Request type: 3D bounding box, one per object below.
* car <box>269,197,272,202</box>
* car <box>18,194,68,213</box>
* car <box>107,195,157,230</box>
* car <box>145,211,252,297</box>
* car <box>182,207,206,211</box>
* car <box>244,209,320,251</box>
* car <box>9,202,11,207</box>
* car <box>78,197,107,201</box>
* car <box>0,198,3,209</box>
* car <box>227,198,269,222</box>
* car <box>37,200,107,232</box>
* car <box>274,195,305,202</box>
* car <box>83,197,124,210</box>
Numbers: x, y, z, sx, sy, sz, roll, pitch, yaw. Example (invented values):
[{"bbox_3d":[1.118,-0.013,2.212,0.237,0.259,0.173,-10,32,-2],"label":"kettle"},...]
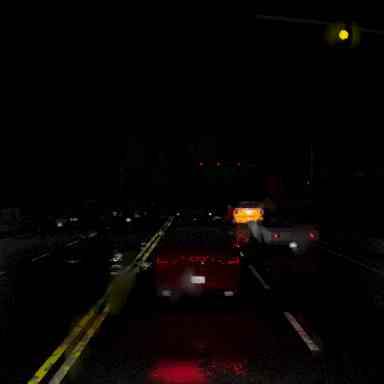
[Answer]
[{"bbox_3d":[14.897,1.352,58.841,4.553,1.767,2.097,0,0,-2],"label":"car"},{"bbox_3d":[-16.136,1.221,36.718,5.566,2.045,2.150,0,0,-2],"label":"car"},{"bbox_3d":[-3.520,1.224,21.320,2.150,2.045,5.566,0,0,1],"label":"car"},{"bbox_3d":[0.110,1.478,8.642,1.882,1.535,5.008,0,0,0],"label":"car"},{"bbox_3d":[0.125,1.547,18.864,2.033,1.411,5.357,0,0,0],"label":"car"},{"bbox_3d":[3.617,1.600,14.078,1.895,1.301,4.718,0,0,0],"label":"car"},{"bbox_3d":[-25.809,1.344,43.436,4.553,1.767,2.097,0,0,-2],"label":"car"},{"bbox_3d":[-12.296,1.492,40.332,4.902,1.511,2.128,0,0,-2],"label":"car"},{"bbox_3d":[-25.990,1.481,39.928,4.902,1.511,2.128,0,0,-2],"label":"car"},{"bbox_3d":[3.657,1.352,23.294,2.097,1.767,4.553,0,0,1],"label":"car"},{"bbox_3d":[-7.030,1.493,20.178,2.128,1.511,4.902,0,0,1],"label":"car"},{"bbox_3d":[15.838,1.478,51.871,5.008,1.535,1.882,0,0,-2],"label":"car"},{"bbox_3d":[-11.596,1.477,43.853,5.008,1.535,1.882,0,0,-2],"label":"car"}]
